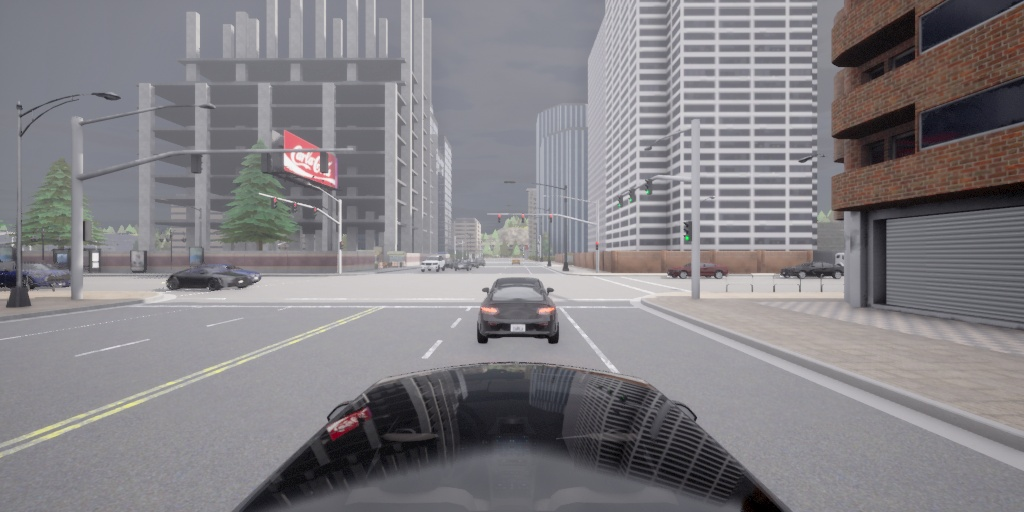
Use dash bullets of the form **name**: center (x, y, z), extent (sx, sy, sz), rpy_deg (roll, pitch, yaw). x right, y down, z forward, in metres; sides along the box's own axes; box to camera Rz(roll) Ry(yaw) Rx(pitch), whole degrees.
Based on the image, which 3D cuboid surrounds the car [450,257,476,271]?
- **car**: center (-6.565, 1.241, 48.554), extent (2.128, 1.511, 4.902), rpy_deg (0, 0, 1)

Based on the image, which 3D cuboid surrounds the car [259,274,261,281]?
- **car**: center (-20.117, 1.276, 24.943), extent (4.674, 1.442, 1.812), rpy_deg (0, 0, 0)

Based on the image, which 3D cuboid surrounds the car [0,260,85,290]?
- **car**: center (-29.206, 1.102, 21.502), extent (4.553, 1.767, 2.097), rpy_deg (0, 0, 0)

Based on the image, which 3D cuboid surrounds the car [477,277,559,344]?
- **car**: center (0.157, 1.276, 9.484), extent (1.812, 1.442, 4.674), rpy_deg (0, 0, 1)

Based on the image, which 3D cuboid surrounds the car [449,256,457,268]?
- **car**: center (-9.970, 1.102, 55.669), extent (2.097, 1.767, 4.553), rpy_deg (0, 0, 1)

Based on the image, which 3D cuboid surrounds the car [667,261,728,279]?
- **car**: center (16.460, 1.227, 31.905), extent (5.008, 1.535, 1.882), rpy_deg (0, 0, 0)

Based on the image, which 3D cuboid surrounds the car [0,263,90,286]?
- **car**: center (-32.968, 1.255, 25.029), extent (4.892, 1.490, 1.837), rpy_deg (0, 0, 0)

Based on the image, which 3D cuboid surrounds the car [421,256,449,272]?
- **car**: center (-10.084, 0.971, 46.199), extent (2.150, 2.045, 5.566), rpy_deg (0, 0, 1)

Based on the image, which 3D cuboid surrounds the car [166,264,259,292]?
- **car**: center (-17.701, 1.314, 21.047), extent (4.181, 1.385, 1.994), rpy_deg (0, 0, 7)

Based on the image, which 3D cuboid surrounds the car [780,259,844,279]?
- **car**: center (26.653, 1.227, 31.829), extent (5.008, 1.535, 1.882), rpy_deg (0, 0, 0)

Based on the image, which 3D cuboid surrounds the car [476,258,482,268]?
- **car**: center (-6.444, 1.314, 58.524), extent (1.994, 1.385, 4.181), rpy_deg (0, 0, 0)
